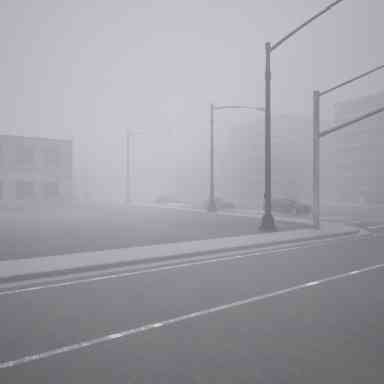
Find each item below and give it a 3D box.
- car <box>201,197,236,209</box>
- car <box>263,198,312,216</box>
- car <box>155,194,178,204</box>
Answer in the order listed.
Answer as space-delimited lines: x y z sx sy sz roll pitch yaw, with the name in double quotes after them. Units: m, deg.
3.204 1.315 40.488 1.895 1.301 4.718 0 1 -34 "car"
9.063 1.345 31.978 1.882 1.535 5.008 0 1 -35 "car"
-3.910 1.056 50.893 1.994 1.385 4.181 0 1 -34 "car"
